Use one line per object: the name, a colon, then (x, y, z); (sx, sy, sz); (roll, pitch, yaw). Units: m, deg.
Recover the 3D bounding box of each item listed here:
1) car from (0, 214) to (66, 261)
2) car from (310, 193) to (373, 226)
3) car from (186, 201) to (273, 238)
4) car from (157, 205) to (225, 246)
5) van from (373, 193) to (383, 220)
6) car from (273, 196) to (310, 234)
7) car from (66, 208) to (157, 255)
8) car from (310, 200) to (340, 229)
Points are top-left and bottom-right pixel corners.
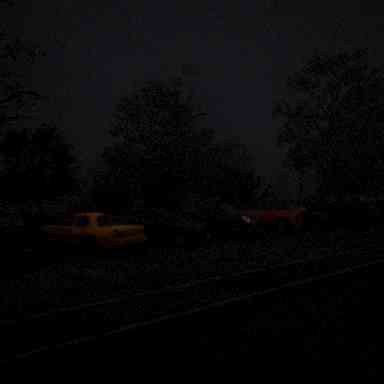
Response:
car: (-6.795, 1.500, 11.166); (4.892, 1.521, 2.231); (-1, 0, 34)
car: (8.678, 1.100, 22.351); (5.566, 2.045, 2.435); (-1, 0, 34)
car: (1.437, 1.295, 17.136); (4.553, 1.767, 2.185); (-1, -1, 34)
car: (-1.264, 1.476, 15.122); (4.792, 1.488, 2.163); (-1, -1, 34)
van: (11.216, 1.101, 24.014); (4.442, 1.987, 1.878); (-1, -1, 34)
car: (3.899, 1.271, 18.834); (4.553, 1.767, 2.185); (-1, 0, 34)
car: (-4.200, 1.473, 13.253); (5.366, 1.575, 1.946); (-1, 0, 34)
car: (6.293, 1.414, 20.598); (4.674, 1.452, 2.002); (-1, -1, 34)
